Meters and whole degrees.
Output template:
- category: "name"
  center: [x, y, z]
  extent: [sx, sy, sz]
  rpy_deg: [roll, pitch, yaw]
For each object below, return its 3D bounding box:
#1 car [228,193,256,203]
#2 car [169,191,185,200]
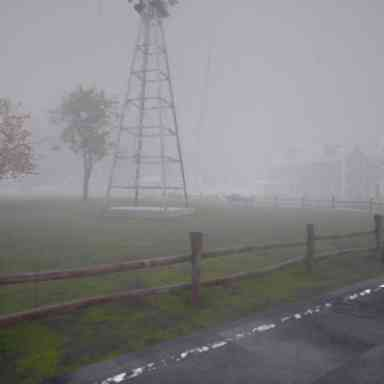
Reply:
- category: "car"
  center: [7.532, 0.910, 50.545]
  extent: [1.882, 1.535, 5.008]
  rpy_deg: [1, 0, -35]
- category: "car"
  center: [-2.628, 0.569, 65.024]
  extent: [2.097, 1.767, 4.553]
  rpy_deg: [1, 0, -35]
